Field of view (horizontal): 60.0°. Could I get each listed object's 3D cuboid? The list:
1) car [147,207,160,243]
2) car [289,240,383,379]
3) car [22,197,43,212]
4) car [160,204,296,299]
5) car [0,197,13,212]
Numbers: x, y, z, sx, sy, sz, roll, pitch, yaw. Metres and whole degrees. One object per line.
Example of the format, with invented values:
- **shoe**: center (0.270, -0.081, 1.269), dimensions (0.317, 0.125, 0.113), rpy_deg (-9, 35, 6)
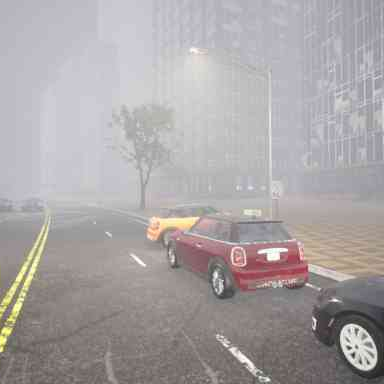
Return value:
- **car**: center (0.383, 1.276, 14.427), dimensions (4.553, 1.767, 2.097), rpy_deg (-3, 1, -18)
- **car**: center (3.619, 1.505, 3.368), dimensions (1.837, 1.490, 4.892), rpy_deg (0, 0, -35)
- **car**: center (-18.826, 1.392, 39.383), dimensions (2.097, 1.767, 4.553), rpy_deg (0, 0, -24)
- **car**: center (0.884, 1.355, 8.839), dimensions (2.097, 1.767, 4.553), rpy_deg (0, 0, -22)
- **car**: center (-21.795, 1.389, 38.061), dimensions (2.097, 1.767, 4.553), rpy_deg (0, 0, -24)
